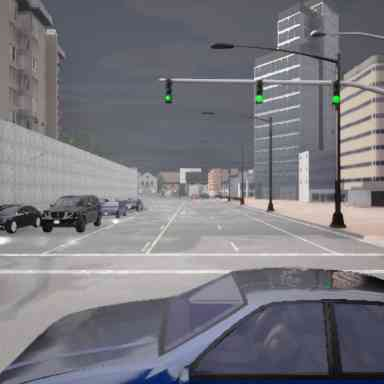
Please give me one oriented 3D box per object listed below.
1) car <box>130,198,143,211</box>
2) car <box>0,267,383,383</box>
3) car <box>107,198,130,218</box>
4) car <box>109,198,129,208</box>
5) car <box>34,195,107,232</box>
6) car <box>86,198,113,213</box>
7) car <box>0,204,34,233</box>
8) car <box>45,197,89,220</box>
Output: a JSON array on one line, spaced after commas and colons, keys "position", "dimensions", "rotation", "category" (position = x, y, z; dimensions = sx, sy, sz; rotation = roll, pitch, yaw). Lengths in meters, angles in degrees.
[{"position": [-7.116, 1.491, 40.221], "dimensions": [2.128, 1.511, 4.902], "rotation": [0, 0, 0], "category": "car"}, {"position": [0.963, 1.548, 3.323], "dimensions": [5.357, 1.411, 2.033], "rotation": [0, 0, 0], "category": "car"}, {"position": [-7.117, 1.525, 29.878], "dimensions": [1.812, 1.442, 4.674], "rotation": [0, 0, 0], "category": "car"}, {"position": [-10.586, 1.600, 48.551], "dimensions": [1.895, 1.301, 4.718], "rotation": [0, 0, 0], "category": "car"}, {"position": [-7.109, 1.221, 20.238], "dimensions": [2.150, 2.045, 5.566], "rotation": [0, 0, 0], "category": "car"}, {"position": [-10.618, 1.504, 38.491], "dimensions": [1.837, 1.490, 4.892], "rotation": [0, 0, 0], "category": "car"}, {"position": [-10.613, 1.505, 19.605], "dimensions": [1.837, 1.490, 4.892], "rotation": [0, 0, 0], "category": "car"}, {"position": [-10.618, 1.352, 28.673], "dimensions": [2.097, 1.767, 4.553], "rotation": [0, 0, 0], "category": "car"}]
